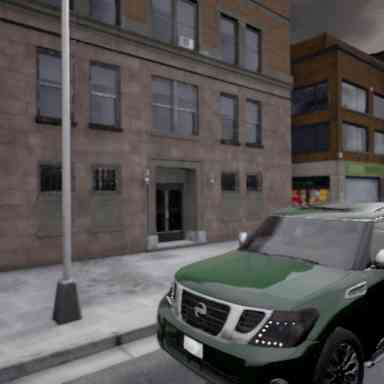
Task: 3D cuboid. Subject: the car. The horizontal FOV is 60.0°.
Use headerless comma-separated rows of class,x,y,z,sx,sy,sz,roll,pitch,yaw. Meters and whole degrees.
car,2.180,1.219,5.126,5.566,2.045,2.150,0,0,-38
